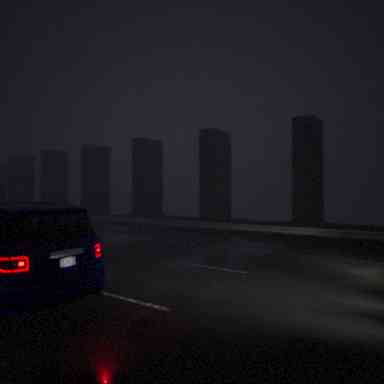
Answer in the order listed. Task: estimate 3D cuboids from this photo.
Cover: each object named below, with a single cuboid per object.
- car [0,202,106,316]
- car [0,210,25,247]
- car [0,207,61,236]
[{"bbox_3d":[-4.232,1.233,6.975,5.566,2.045,2.150,0,0,35],"label":"car"},{"bbox_3d":[-10.135,1.572,15.287,5.357,1.411,2.033,0,0,34],"label":"car"},{"bbox_3d":[-9.873,1.626,19.315,4.718,1.301,1.895,0,0,34],"label":"car"}]
